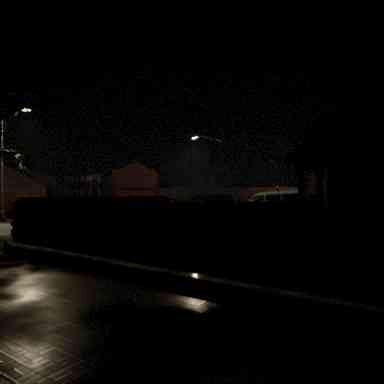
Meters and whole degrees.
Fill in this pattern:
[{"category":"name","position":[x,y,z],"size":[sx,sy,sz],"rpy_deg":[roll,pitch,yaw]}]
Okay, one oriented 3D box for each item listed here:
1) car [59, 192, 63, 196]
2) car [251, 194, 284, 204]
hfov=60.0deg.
[{"category":"car","position":[-26.137,0.888,64.763],"size":[3.866,1.878,1.905],"rpy_deg":[0,0,35]},{"category":"car","position":[13.762,1.491,60.545],"size":[1.812,1.442,4.674],"rpy_deg":[1,0,-45]}]
